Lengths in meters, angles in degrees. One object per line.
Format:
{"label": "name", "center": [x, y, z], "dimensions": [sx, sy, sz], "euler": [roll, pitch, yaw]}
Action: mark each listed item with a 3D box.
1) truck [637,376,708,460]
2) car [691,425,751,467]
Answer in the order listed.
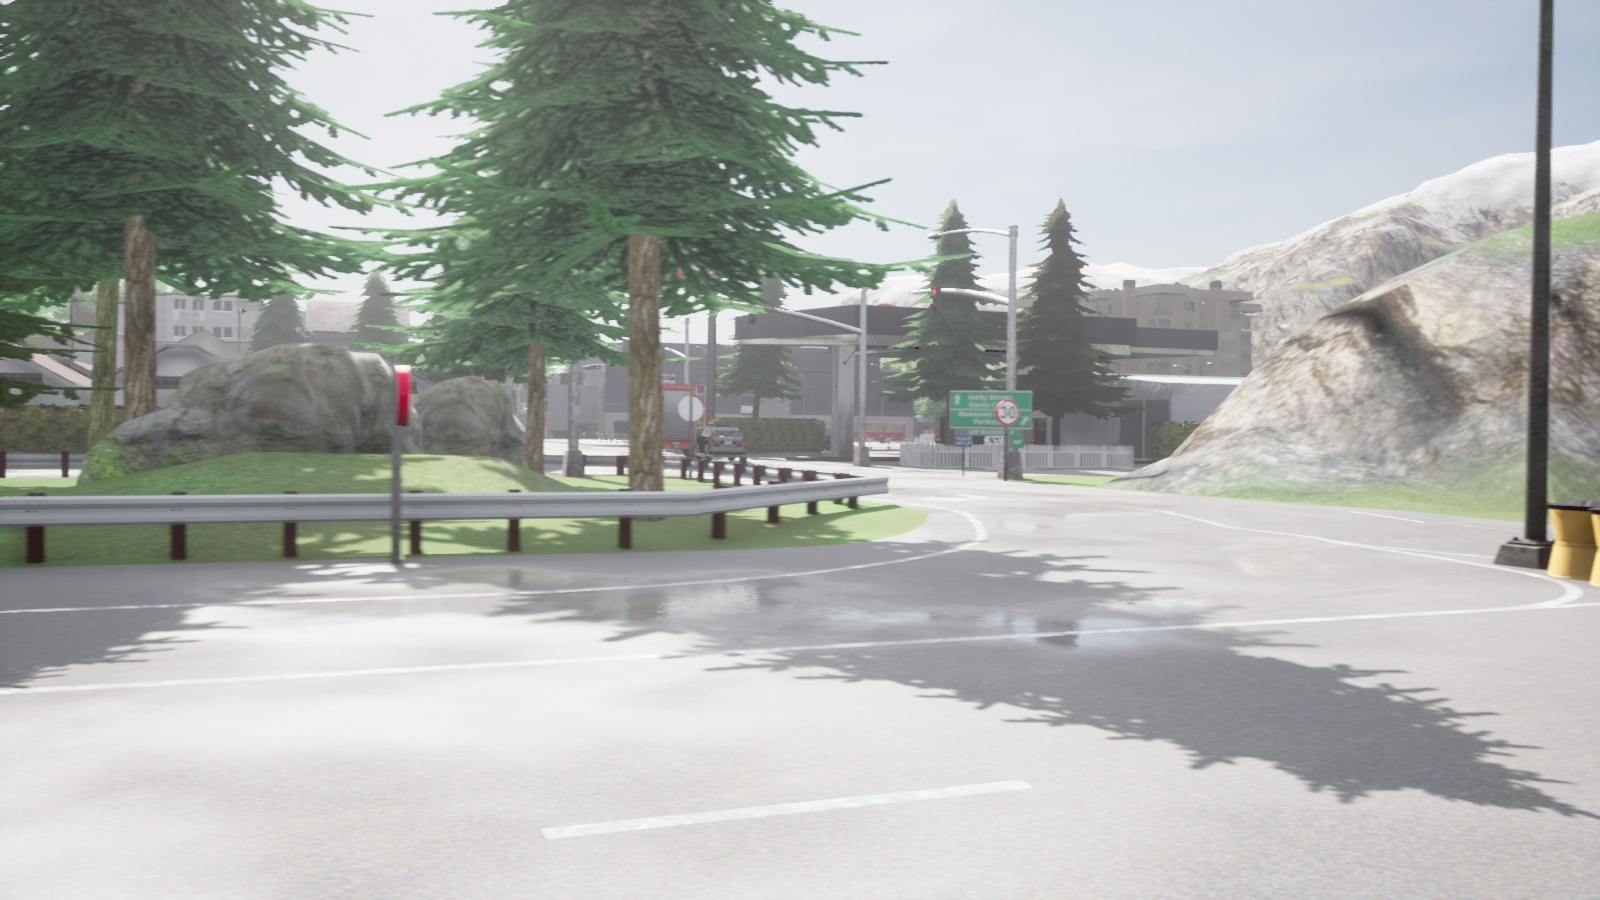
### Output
{"label": "truck", "center": [-6.380, -1.438, 61.576], "dimensions": [2.891, 3.827, 8.468], "euler": [0, 0, -10]}
{"label": "car", "center": [-3.266, -0.193, 51.399], "dimensions": [1.789, 1.549, 3.705], "euler": [-1, 2, -14]}
